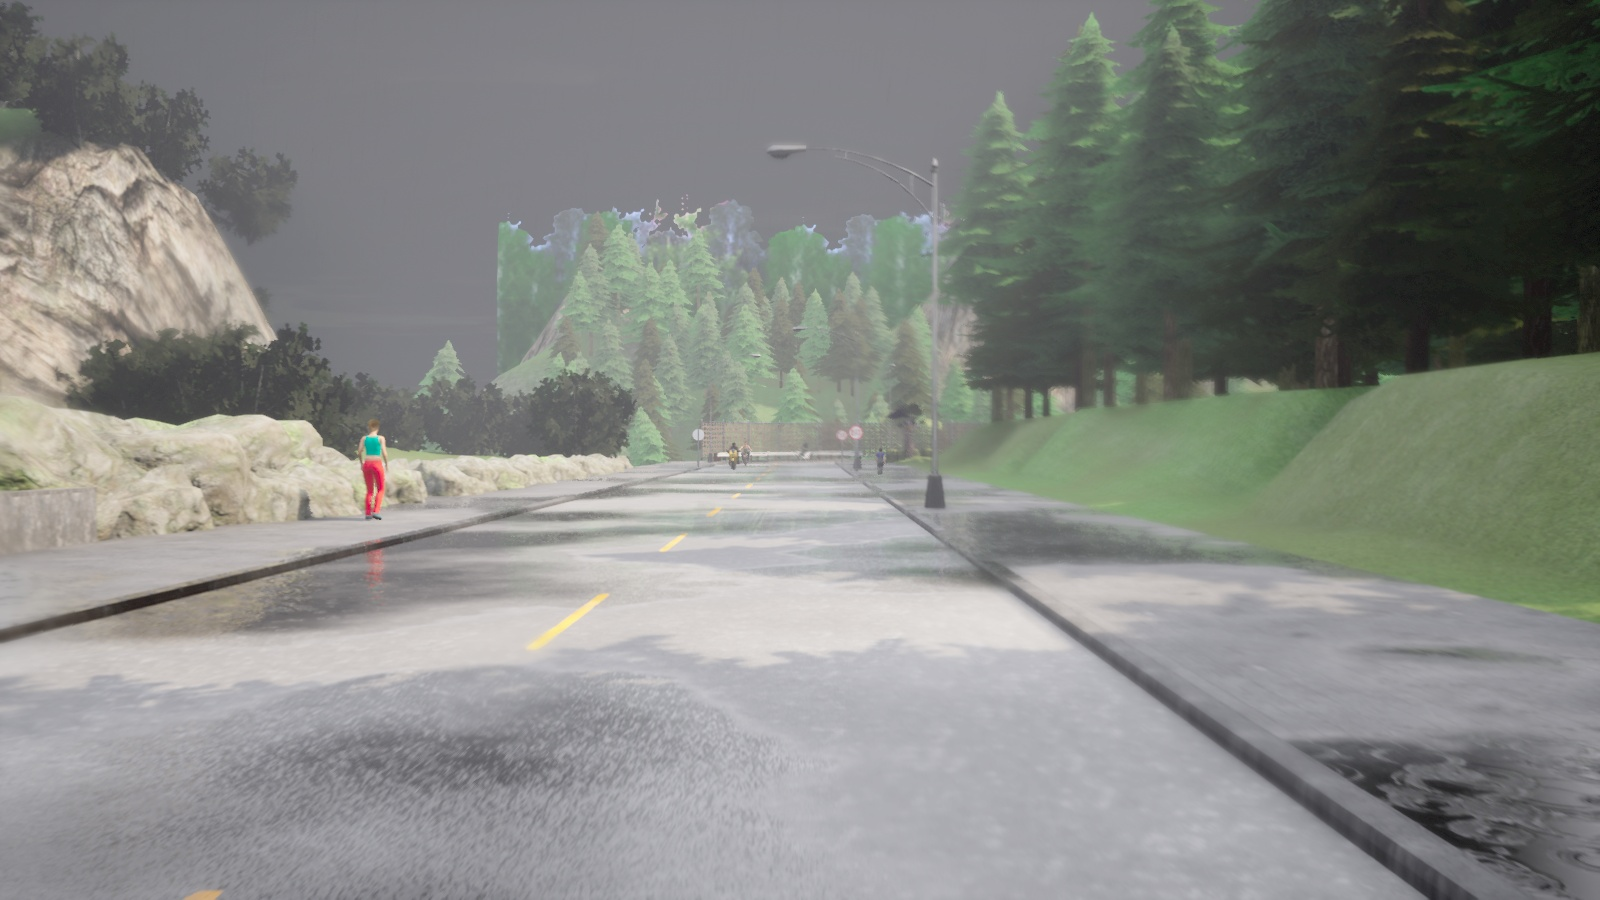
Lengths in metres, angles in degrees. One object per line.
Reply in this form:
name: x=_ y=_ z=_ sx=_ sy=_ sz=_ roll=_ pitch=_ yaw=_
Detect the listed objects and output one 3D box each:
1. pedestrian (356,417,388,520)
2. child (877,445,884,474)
pedestrian: x=-7.698 y=0.323 z=22.600 sx=0.345 sy=1.836 sz=0.594 roll=0 pitch=0 yaw=3
child: x=3.543 y=0.427 z=55.344 sx=0.270 sy=1.263 sz=0.437 roll=0 pitch=0 yaw=3
